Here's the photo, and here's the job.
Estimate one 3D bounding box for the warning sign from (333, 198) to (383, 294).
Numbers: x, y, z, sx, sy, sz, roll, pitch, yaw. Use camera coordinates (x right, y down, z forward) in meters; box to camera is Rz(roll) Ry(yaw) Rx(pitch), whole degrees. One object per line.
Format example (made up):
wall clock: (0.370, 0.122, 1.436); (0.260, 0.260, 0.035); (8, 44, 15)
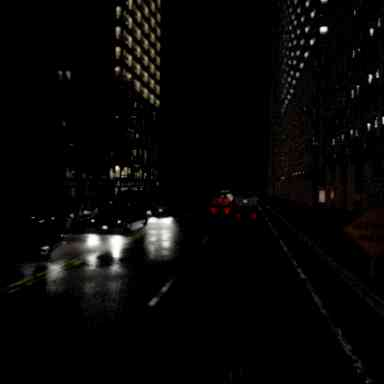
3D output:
warning sign: (3.921, 1.107, 7.197); (1.300, 1.860, 1.060); (2, 2, 10)

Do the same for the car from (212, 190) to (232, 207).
car: (3.782, 0.982, 42.671); (2.097, 1.767, 4.553); (1, 1, 9)

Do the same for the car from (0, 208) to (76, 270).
car: (-5.431, 1.370, 8.709); (2.033, 1.411, 5.357); (1, 1, 10)

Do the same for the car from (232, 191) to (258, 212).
car: (5.853, 0.957, 35.778); (2.150, 2.045, 5.566); (1, 1, 12)

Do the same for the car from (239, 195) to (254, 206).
car: (7.792, 1.211, 47.486); (1.994, 1.385, 4.181); (1, 1, 10)

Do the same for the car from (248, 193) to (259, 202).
car: (11.334, 1.032, 61.752); (1.882, 1.535, 5.008); (1, 1, 10)

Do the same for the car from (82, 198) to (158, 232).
car: (-3.760, 1.297, 18.643); (2.033, 1.411, 5.357); (1, 1, 10)

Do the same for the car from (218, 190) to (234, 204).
car: (5.390, 0.779, 52.220); (2.150, 2.045, 5.566); (1, 1, 10)

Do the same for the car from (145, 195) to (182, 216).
car: (-2.069, 1.169, 28.641); (2.128, 1.511, 4.902); (1, 1, 10)

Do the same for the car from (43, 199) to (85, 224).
car: (-7.017, 1.199, 18.857); (1.837, 1.490, 4.892); (1, 1, 10)

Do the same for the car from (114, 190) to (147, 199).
car: (-5.310, 0.842, 28.952); (2.150, 2.045, 5.566); (1, 1, 8)
